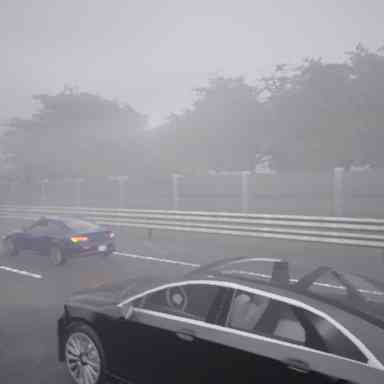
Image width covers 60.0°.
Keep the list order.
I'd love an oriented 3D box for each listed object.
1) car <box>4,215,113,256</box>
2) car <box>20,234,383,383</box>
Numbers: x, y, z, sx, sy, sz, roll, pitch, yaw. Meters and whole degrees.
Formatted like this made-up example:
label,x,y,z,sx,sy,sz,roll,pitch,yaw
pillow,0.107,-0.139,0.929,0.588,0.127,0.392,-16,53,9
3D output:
label,x,y,z,sx,sy,sz,roll,pitch,yaw
car,-4.588,1.531,11.430,4.674,1.442,1.812,0,0,36
car,0.482,1.490,3.617,4.902,1.511,2.128,0,0,36
